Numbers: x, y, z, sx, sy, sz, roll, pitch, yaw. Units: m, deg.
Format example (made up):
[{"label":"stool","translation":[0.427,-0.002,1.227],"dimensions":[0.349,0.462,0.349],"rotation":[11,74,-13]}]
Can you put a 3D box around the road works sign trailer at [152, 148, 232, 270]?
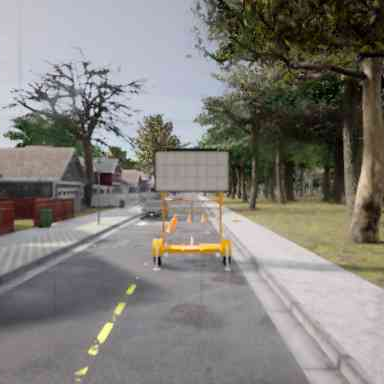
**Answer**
[{"label":"road works sign trailer","translation":[0.002,0.401,10.743],"dimensions":[2.380,3.560,2.880],"rotation":[0,0,0]}]

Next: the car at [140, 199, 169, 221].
[{"label":"car","translation":[-2.843,1.356,25.923],"dimensions":[1.837,1.490,4.892],"rotation":[0,0,0]}]

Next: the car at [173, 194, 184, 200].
[{"label":"car","translation":[-2.740,1.163,67.470],"dimensions":[1.812,1.442,4.674],"rotation":[0,0,0]}]
